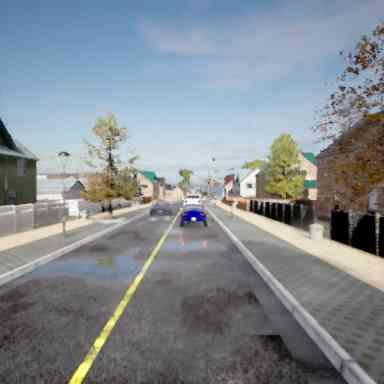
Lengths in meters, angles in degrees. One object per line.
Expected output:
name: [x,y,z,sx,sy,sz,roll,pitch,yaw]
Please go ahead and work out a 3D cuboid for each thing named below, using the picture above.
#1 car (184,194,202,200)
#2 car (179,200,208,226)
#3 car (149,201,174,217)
car: [0.131,1.248,42.343,2.150,2.045,5.566,0,0,1]
car: [0.105,1.509,23.037,1.812,1.442,4.674,0,0,0]
car: [-2.791,1.556,31.270,1.994,1.385,4.181,0,0,1]
